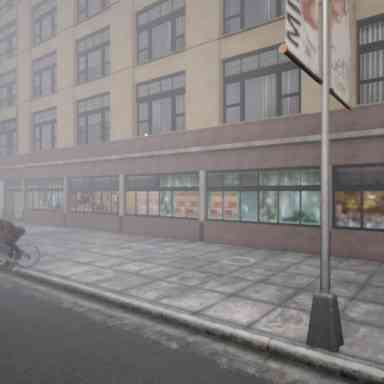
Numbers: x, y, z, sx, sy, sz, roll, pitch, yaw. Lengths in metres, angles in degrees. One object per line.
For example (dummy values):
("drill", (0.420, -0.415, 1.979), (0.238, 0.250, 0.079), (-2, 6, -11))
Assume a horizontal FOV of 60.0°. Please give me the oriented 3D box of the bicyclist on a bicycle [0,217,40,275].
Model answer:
("bicyclist on a bicycle", (-4.782, 1.360, 8.586), (0.582, 1.620, 1.656), (0, 9, 37))
